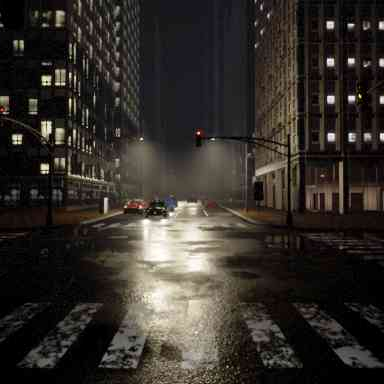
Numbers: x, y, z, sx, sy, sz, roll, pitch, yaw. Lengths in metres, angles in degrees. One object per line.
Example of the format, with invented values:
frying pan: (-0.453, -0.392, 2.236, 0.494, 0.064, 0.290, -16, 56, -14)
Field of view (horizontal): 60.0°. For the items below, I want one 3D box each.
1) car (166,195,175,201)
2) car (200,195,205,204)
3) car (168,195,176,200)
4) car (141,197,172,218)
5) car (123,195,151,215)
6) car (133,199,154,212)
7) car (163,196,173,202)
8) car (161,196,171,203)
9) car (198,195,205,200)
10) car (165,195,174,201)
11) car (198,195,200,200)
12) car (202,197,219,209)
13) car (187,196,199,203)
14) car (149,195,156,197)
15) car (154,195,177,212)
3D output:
car: (-5.717, 1.587, 89.473, 2.008, 1.369, 4.403, 1, 0, 0)
car: (2.679, 1.547, 56.263, 1.752, 1.417, 4.829, 1, 0, 0)
car: (-5.720, 1.605, 95.049, 1.947, 1.339, 4.313, 1, 0, 0)
car: (-3.112, 1.516, 30.305, 1.837, 1.490, 4.892, 0, 0, 0)
car: (-5.689, 1.453, 33.722, 1.967, 1.590, 4.097, 1, 0, 0)
car: (-5.695, 1.597, 39.297, 1.802, 1.307, 4.206, 1, 0, 0)
car: (-5.712, 1.582, 78.323, 2.008, 1.369, 4.403, 1, 0, 0)
car: (-5.709, 1.573, 72.748, 1.887, 1.381, 4.507, 1, 0, 0)
car: (2.661, 1.583, 95.134, 1.887, 1.381, 4.507, 1, 0, 0)
car: (-5.714, 1.578, 83.898, 1.887, 1.381, 4.507, 1, 0, 0)
car: (2.676, 1.590, 61.671, 1.947, 1.339, 4.313, 1, 0, 0)
car: (2.683, 1.599, 44.938, 1.802, 1.307, 4.206, 1, 0, 0)
car: (0.044, 1.589, 70.996, 1.994, 1.385, 4.181, 0, 0, 0)
car: (-5.692, 1.332, 44.872, 2.192, 1.841, 5.009, 1, 0, 0)
car: (-3.115, 1.493, 39.810, 1.882, 1.535, 5.008, 0, 0, 0)
